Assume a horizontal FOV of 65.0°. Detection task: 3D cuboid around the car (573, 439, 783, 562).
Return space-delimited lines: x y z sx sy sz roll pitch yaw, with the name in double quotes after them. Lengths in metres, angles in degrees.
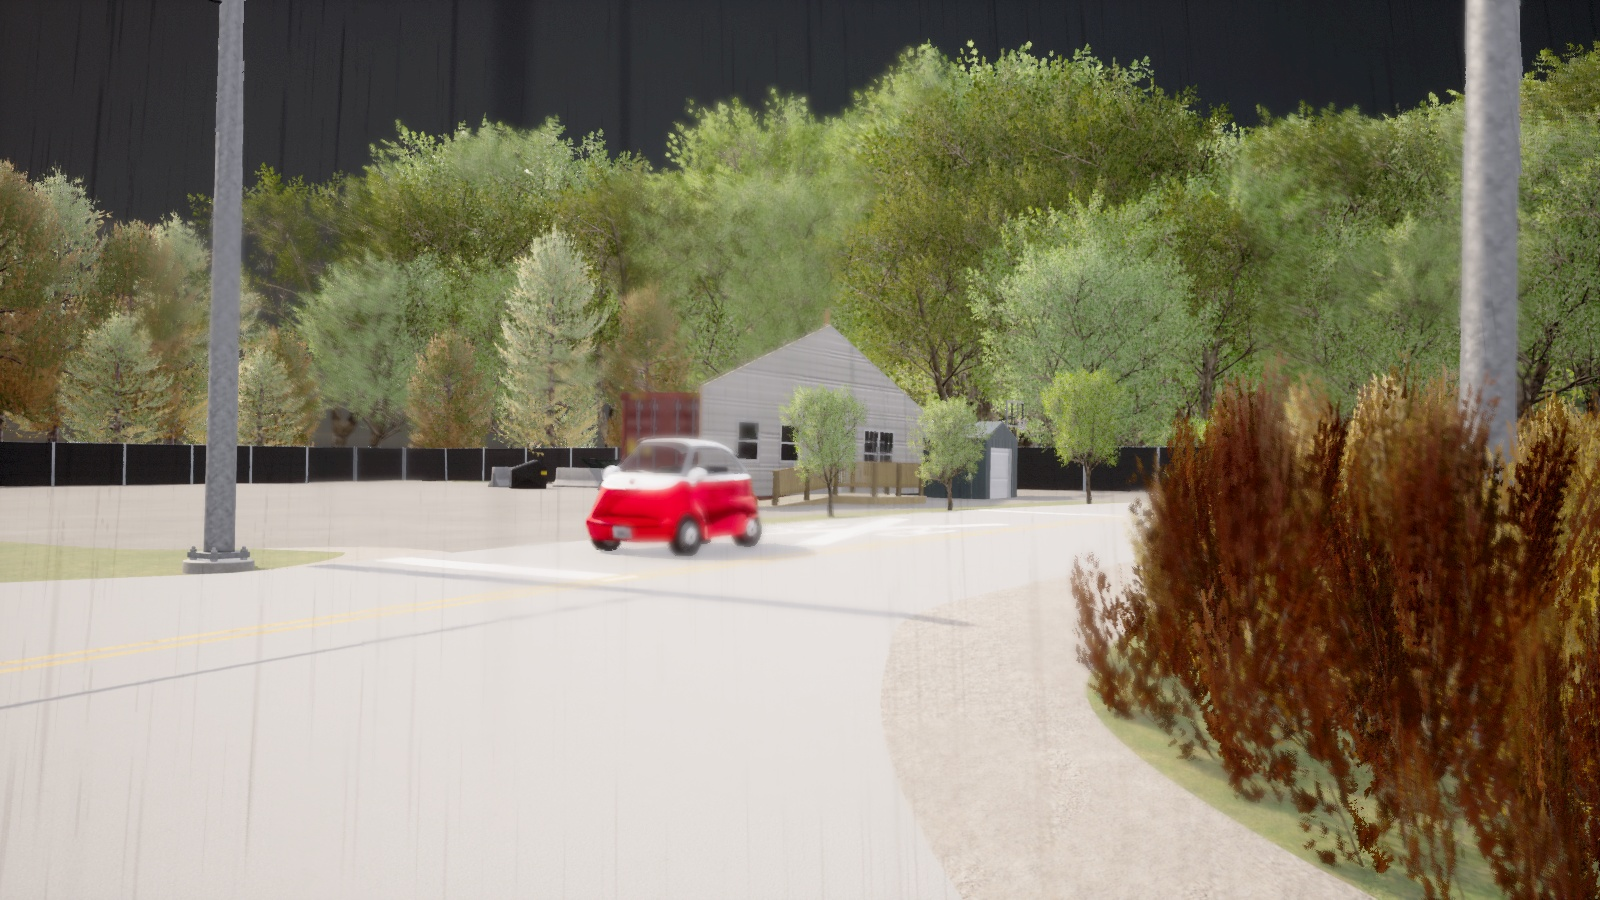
-1.450 0.564 15.386 1.481 1.376 2.207 0 0 34 "car"
